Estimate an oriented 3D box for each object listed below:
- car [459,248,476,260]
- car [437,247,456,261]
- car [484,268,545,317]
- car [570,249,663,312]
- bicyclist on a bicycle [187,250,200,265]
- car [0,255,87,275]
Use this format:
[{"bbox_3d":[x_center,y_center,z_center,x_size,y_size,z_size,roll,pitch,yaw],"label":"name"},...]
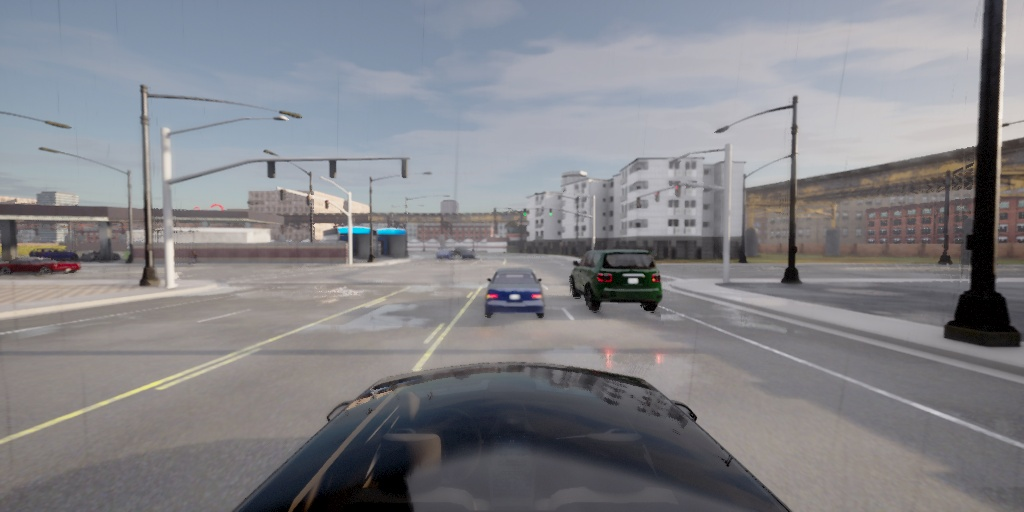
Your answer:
[{"bbox_3d":[-6.539,-0.079,54.854,1.895,1.301,4.718,0,2,-2],"label":"car"},{"bbox_3d":[-10.016,-0.163,53.629,1.882,1.535,5.008,0,2,-2],"label":"car"},{"bbox_3d":[0.086,1.108,12.232,2.033,1.411,5.357,0,1,0],"label":"car"},{"bbox_3d":[3.594,0.764,13.302,2.150,2.045,5.566,0,1,0],"label":"car"},{"bbox_3d":[-34.623,0.135,38.961,0.582,1.620,1.656,0,2,-1],"label":"bicyclist on a bicycle"},{"bbox_3d":[-36.837,0.785,27.949,4.718,1.301,1.895,0,2,-1],"label":"car"}]
